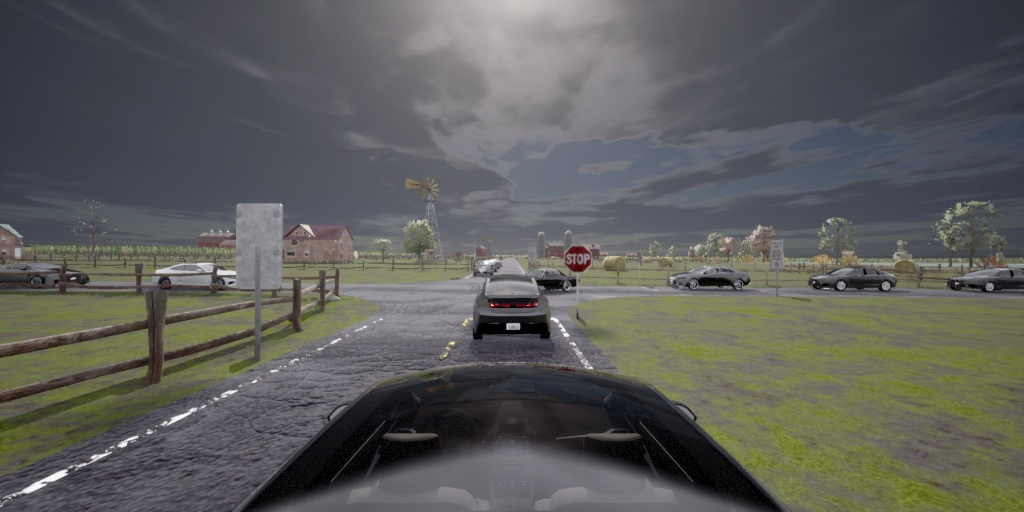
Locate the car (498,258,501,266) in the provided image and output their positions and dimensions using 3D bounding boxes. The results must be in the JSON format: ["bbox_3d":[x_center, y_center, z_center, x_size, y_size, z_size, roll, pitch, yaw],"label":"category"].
[{"bbox_3d":[-2.854,1.241,46.187,2.128,1.511,4.902,0,0,0],"label":"car"}]

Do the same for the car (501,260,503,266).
[{"bbox_3d":[-2.823,1.240,55.729,2.128,1.511,4.902,0,0,0],"label":"car"}]

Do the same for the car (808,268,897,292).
[{"bbox_3d":[22.199,1.499,23.501,4.892,1.490,1.837,1,-1,-1],"label":"car"}]

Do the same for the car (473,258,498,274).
[{"bbox_3d":[-2.861,1.243,36.741,2.128,1.511,4.902,0,0,0],"label":"car"}]

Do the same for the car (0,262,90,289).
[{"bbox_3d":[-26.364,1.048,19.888,4.181,1.385,1.994,1,-1,-1],"label":"car"}]

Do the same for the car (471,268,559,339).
[{"bbox_3d":[-0.074,1.256,10.054,1.837,1.490,4.892,0,0,-2],"label":"car"}]

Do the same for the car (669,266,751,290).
[{"bbox_3d":[12.797,1.397,23.329,4.902,1.511,2.128,1,-1,-2],"label":"car"}]

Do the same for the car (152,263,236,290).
[{"bbox_3d":[-17.244,1.103,20.010,4.674,1.442,1.812,1,-1,-1],"label":"car"}]

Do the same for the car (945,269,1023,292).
[{"bbox_3d":[31.702,1.587,23.622,4.892,1.490,1.837,1,-1,-1],"label":"car"}]

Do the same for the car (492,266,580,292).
[{"bbox_3d":[1.499,1.369,20.100,4.718,1.301,1.895,1,0,-35],"label":"car"}]
